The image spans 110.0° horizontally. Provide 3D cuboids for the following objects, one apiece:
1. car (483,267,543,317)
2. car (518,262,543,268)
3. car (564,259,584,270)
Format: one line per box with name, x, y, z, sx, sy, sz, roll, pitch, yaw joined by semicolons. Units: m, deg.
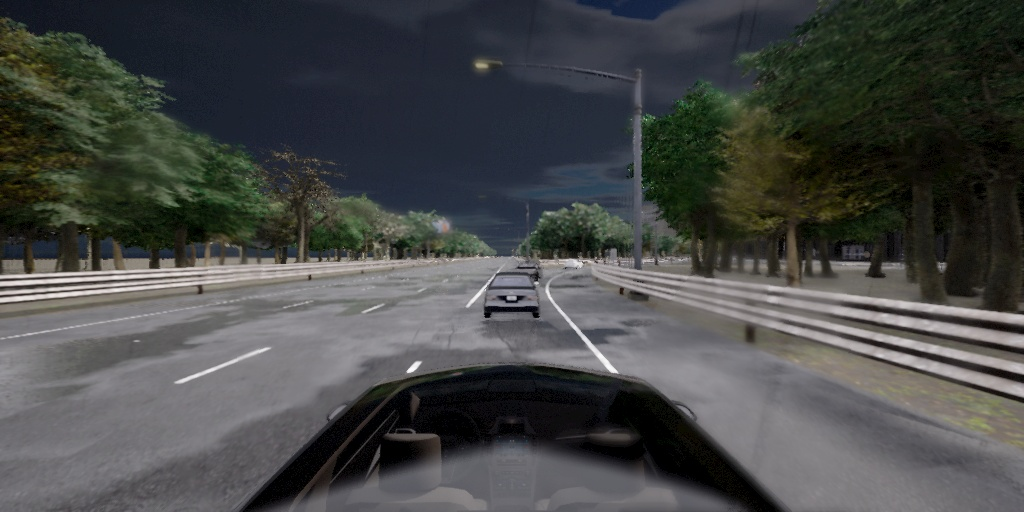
car;0.015;1.284;13.079;2.033;1.411;5.357;0;0;1
car;1.427;1.211;28.919;2.128;1.511;4.902;0;0;11
car;8.939;1.213;51.659;1.812;1.442;4.674;0;0;26
